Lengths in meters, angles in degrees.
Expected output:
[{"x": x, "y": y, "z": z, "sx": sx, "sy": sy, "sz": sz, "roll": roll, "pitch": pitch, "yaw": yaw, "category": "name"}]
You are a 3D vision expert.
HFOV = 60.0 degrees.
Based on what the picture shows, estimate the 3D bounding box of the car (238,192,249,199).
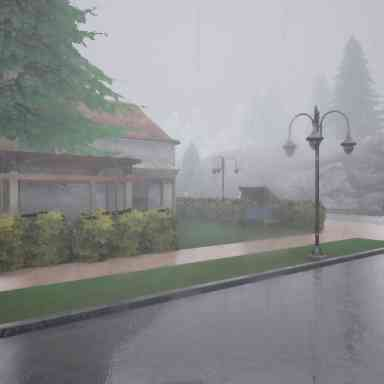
[{"x": 6.592, "y": 1.052, "z": 31.785, "sx": 2.150, "sy": 2.045, "sz": 5.566, "roll": 0, "pitch": 1, "yaw": -33, "category": "car"}]
